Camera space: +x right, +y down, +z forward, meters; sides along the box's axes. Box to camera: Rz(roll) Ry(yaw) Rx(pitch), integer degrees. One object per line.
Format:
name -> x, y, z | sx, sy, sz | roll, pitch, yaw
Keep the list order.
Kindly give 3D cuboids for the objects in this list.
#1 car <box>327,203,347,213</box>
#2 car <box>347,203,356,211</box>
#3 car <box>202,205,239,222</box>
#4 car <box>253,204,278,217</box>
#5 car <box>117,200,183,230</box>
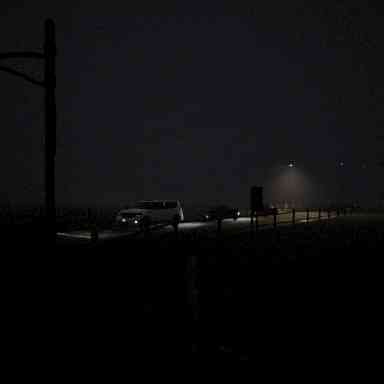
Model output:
car -> 23.319, 2.670, 54.215 | 1.812, 1.442, 4.674 | 0, -1, 37
car -> 29.807, 2.867, 63.089 | 1.837, 1.490, 4.892 | 0, -1, 36
car -> 2.869, 2.067, 32.539 | 2.128, 1.511, 4.902 | 0, -1, 36
car -> 8.900, 2.265, 40.768 | 2.128, 1.511, 4.902 | 0, -1, 36
car -> -2.947, 1.608, 24.601 | 2.150, 2.045, 5.566 | 0, -1, 36
